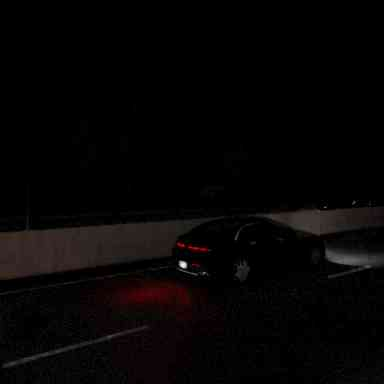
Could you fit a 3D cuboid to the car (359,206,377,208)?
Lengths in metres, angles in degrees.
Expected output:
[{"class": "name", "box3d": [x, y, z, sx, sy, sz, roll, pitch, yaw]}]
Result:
[{"class": "car", "box3d": [18.474, 1.079, 34.347, 4.553, 1.767, 2.097, -1, 0, -35]}]

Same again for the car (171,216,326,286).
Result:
[{"class": "car", "box3d": [1.755, 1.452, 9.296, 4.892, 1.490, 1.837, -1, 0, -35]}]

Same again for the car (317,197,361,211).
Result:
[{"class": "car", "box3d": [16.473, 1.274, 37.231, 5.357, 1.411, 2.033, -1, 0, -35]}]
